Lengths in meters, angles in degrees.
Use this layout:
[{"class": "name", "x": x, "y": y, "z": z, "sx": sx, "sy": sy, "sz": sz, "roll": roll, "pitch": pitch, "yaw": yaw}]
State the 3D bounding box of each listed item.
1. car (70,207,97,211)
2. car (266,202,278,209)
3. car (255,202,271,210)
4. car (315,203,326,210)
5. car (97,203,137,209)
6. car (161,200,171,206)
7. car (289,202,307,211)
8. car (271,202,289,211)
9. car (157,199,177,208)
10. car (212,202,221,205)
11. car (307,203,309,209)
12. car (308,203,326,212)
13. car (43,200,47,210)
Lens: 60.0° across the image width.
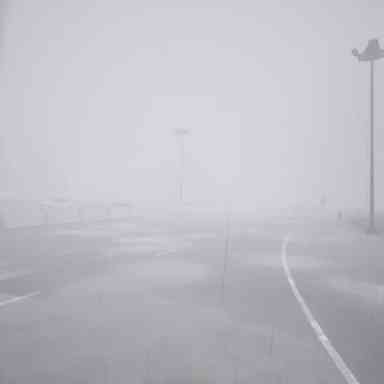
[{"class": "car", "x": -12.911, "y": 2.114, "z": 42.114, "sx": 1.895, "sy": 1.301, "sz": 4.718, "roll": 0, "pitch": -1, "yaw": 25}, {"class": "car", "x": 18.687, "y": 3.060, "z": 77.367, "sx": 1.837, "sy": 1.490, "sz": 4.892, "roll": 0, "pitch": -1, "yaw": 25}, {"class": "car", "x": 14.519, "y": 2.808, "z": 68.244, "sx": 2.097, "sy": 1.767, "sz": 4.553, "roll": 0, "pitch": -1, "yaw": 25}, {"class": "car", "x": 28.236, "y": 3.130, "z": 73.002, "sx": 1.994, "sy": 1.385, "sz": 4.181, "roll": 0, "pitch": -1, "yaw": 25}, {"class": "car", "x": -9.213, "y": 2.059, "z": 41.783, "sx": 1.837, "sy": 1.490, "sz": 4.892, "roll": 0, "pitch": -1, "yaw": 25}, {"class": "car", "x": -5.823, "y": 2.488, "z": 57.543, "sx": 1.812, "sy": 1.442, "sz": 4.674, "roll": 0, "pitch": -1, "yaw": 25}, {"class": "car", "x": 20.896, "y": 2.993, "z": 65.358, "sx": 1.812, "sy": 1.442, "sz": 4.674, "roll": 0, "pitch": -1, "yaw": 25}, {"class": "car", "x": 17.712, "y": 2.985, "z": 66.813, "sx": 1.812, "sy": 1.442, "sz": 4.674, "roll": 0, "pitch": -1, "yaw": 25}, {"class": "car", "x": -5.533, "y": 2.565, "z": 74.889, "sx": 2.150, "sy": 2.045, "sz": 5.566, "roll": 0, "pitch": -1, "yaw": 25}, {"class": "car", "x": 5.074, "y": 2.924, "z": 72.840, "sx": 1.882, "sy": 1.535, "sz": 5.008, "roll": 0, "pitch": -1, "yaw": 25}, {"class": "car", "x": 25.043, "y": 2.926, "z": 74.434, "sx": 2.097, "sy": 1.767, "sz": 4.553, "roll": 0, "pitch": -1, "yaw": 25}, {"class": "car", "x": 24.065, "y": 3.035, "z": 63.873, "sx": 1.994, "sy": 1.385, "sz": 4.181, "roll": 0, "pitch": -1, "yaw": 25}, {"class": "car", "x": -18.837, "y": 1.750, "z": 45.961, "sx": 2.150, "sy": 2.045, "sz": 5.566, "roll": 0, "pitch": -2, "yaw": 25}]
